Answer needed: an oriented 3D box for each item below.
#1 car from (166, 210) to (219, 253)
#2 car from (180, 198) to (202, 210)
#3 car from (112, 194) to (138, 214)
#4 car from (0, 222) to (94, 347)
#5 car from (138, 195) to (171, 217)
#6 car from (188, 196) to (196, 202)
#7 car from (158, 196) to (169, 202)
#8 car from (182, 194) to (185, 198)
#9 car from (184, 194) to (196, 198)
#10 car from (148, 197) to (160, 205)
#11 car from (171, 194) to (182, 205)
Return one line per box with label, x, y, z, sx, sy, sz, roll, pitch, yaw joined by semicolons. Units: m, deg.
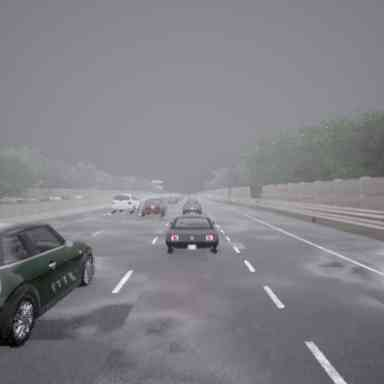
car;0.010;1.627;13.763;1.895;1.301;4.718;0;0;0
car;0.023;1.607;35.331;1.994;1.385;4.181;0;0;0
car;-6.977;1.265;35.413;2.150;2.045;5.566;0;0;0
car;-3.494;1.366;6.500;2.097;1.767;4.553;0;0;0
car;-3.480;1.392;31.683;2.097;1.767;4.553;0;0;0
car;0.051;1.622;81.587;1.812;1.442;4.674;0;0;0
car;-6.949;1.638;81.593;2.033;1.411;5.357;0;0;0
car;-3.448;1.626;83.593;1.812;1.442;4.674;0;0;0
car;0.040;1.615;61.426;2.033;1.411;5.357;0;0;0
car;-6.962;1.594;61.432;1.812;1.442;4.674;0;0;0
car;-3.461;1.559;61.440;2.128;1.511;4.902;0;0;0
